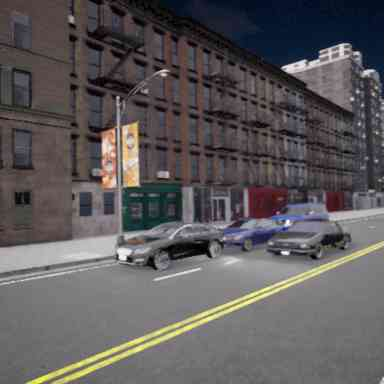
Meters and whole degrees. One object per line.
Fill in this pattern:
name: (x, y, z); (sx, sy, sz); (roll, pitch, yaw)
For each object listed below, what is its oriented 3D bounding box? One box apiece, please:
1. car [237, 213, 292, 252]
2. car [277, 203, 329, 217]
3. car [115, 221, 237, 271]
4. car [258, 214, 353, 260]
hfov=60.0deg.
car: (2.918, 2.030, 16.654); (1.812, 1.442, 4.674); (-3, -3, 43)
car: (6.874, 1.776, 21.085); (2.150, 2.045, 5.566); (-3, -3, 43)
car: (-0.660, 1.950, 12.929); (2.128, 1.511, 4.902); (-3, -3, 43)
car: (5.286, 1.919, 14.431); (2.033, 1.411, 5.357); (-3, -3, 43)
